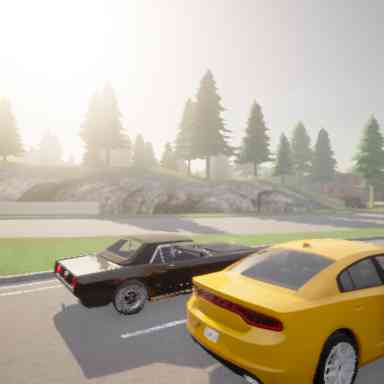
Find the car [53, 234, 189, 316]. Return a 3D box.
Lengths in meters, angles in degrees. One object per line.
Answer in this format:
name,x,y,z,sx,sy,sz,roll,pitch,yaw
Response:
car,-0.459,1.616,7.525,4.718,1.301,1.895,0,0,-33

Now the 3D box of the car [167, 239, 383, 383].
car,2.309,1.490,5.131,5.008,1.535,1.882,0,0,-32
